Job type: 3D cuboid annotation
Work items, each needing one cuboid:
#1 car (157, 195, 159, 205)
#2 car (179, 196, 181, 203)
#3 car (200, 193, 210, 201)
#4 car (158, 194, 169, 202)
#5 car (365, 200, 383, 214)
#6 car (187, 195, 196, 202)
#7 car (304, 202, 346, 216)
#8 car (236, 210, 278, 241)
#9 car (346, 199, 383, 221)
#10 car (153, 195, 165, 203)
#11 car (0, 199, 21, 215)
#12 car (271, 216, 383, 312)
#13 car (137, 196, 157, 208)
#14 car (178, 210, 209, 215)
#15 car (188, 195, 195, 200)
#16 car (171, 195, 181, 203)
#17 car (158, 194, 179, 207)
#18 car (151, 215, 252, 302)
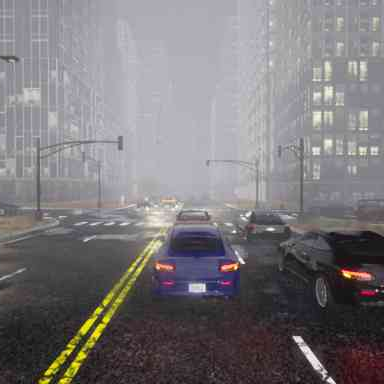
[{"bbox_3d":[-6.672,1.460,57.557,1.837,1.490,4.892,0,0,0],"label":"car"},{"bbox_3d":[-3.420,1.555,58.596,1.895,1.301,4.718,0,0,0],"label":"car"},{"bbox_3d":[3.126,1.144,78.702,2.150,2.045,5.566,0,0,0],"label":"car"},{"bbox_3d":[-6.622,1.285,76.836,2.097,1.767,4.553,0,0,0],"label":"car"},{"bbox_3d":[21.754,1.643,36.199,4.829,1.417,1.752,1,0,1],"label":"car"},{"bbox_3d":[-0.105,1.476,72.757,2.033,1.411,5.357,0,0,0],"label":"car"},{"bbox_3d":[13.933,1.693,33.692,4.718,1.301,1.895,1,1,0],"label":"car"},{"bbox_3d":[3.329,1.555,16.159,1.994,1.385,4.181,0,0,-1],"label":"car"},{"bbox_3d":[16.158,1.520,27.904,5.009,1.841,2.192,1,0,1],"label":"car"},{"bbox_3d":[-6.630,1.448,66.911,1.837,1.490,4.892,0,0,0],"label":"car"},{"bbox_3d":[-18.509,1.358,30.991,4.892,1.490,1.837,1,1,2],"label":"car"},{"bbox_3d":[3.340,1.522,7.590,1.812,1.442,4.674,0,0,0],"label":"car"},{"bbox_3d":[-6.673,1.513,47.819,2.033,1.411,5.357,0,0,0],"label":"car"},{"bbox_3d":[0.075,1.591,17.321,1.895,1.301,4.718,0,0,0],"label":"car"},{"bbox_3d":[-0.141,1.505,89.114,1.895,1.301,4.718,0,0,0],"label":"car"},{"bbox_3d":[-3.360,1.418,69.124,1.882,1.535,5.008,0,0,0],"label":"car"},{"bbox_3d":[-3.421,1.442,49.218,1.882,1.535,5.008,0,0,0],"label":"car"},{"bbox_3d":[0.088,1.522,8.155,1.812,1.442,4.674,0,0,0],"label":"car"}]
